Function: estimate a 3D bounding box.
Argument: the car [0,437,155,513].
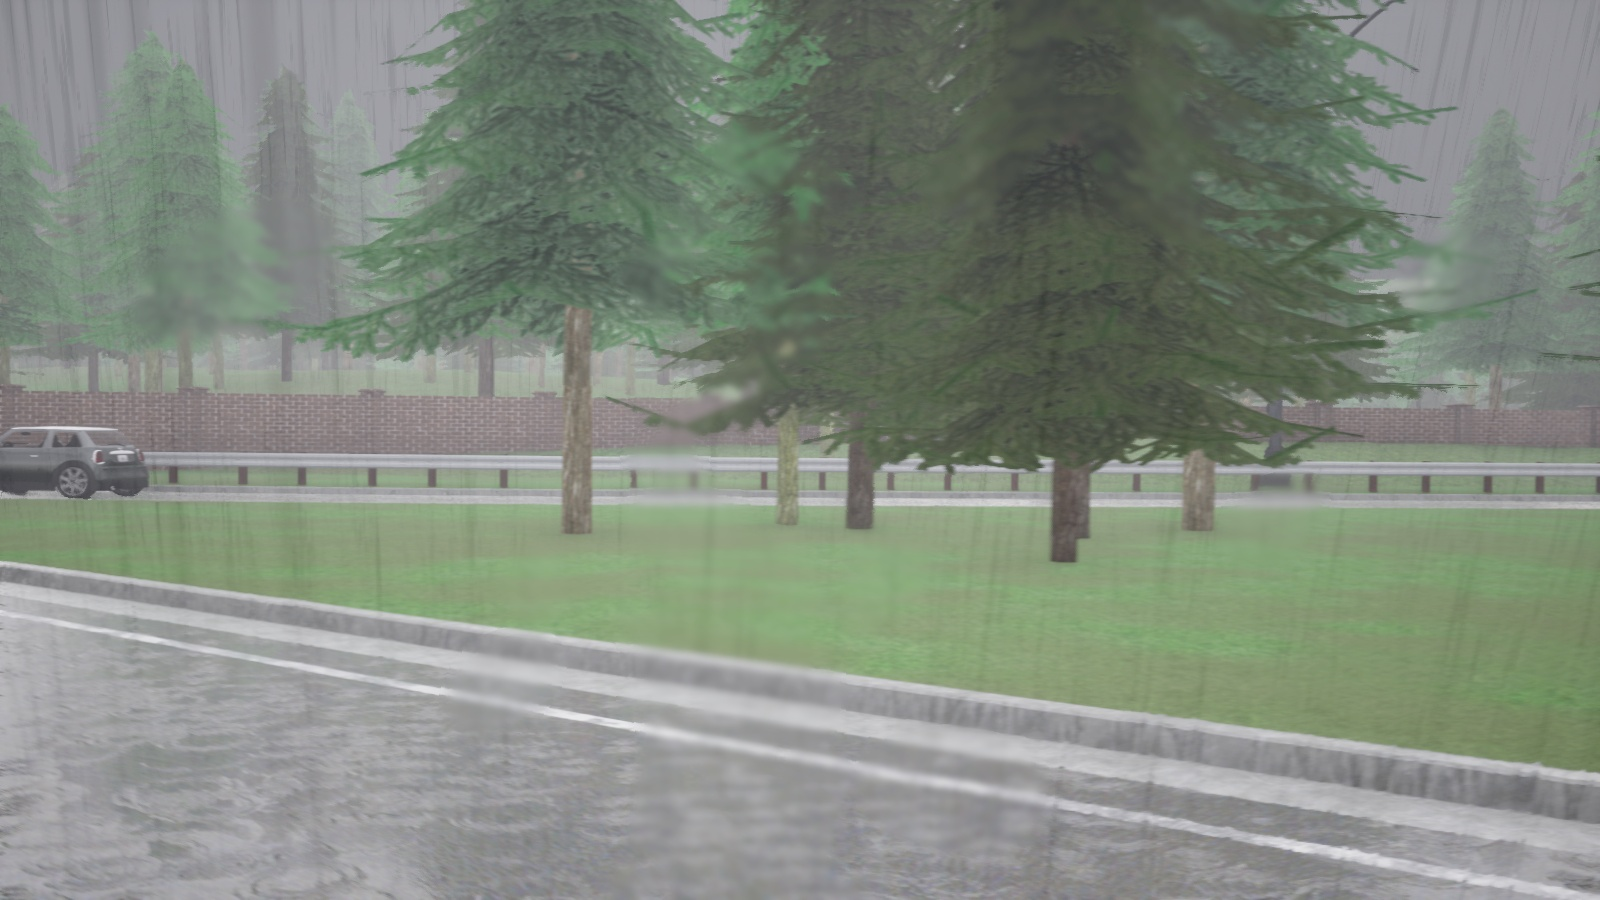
[{"bbox_3d":[-15.649,0.486,25.795,3.806,1.475,1.970,0,1,5],"label":"car"}]
